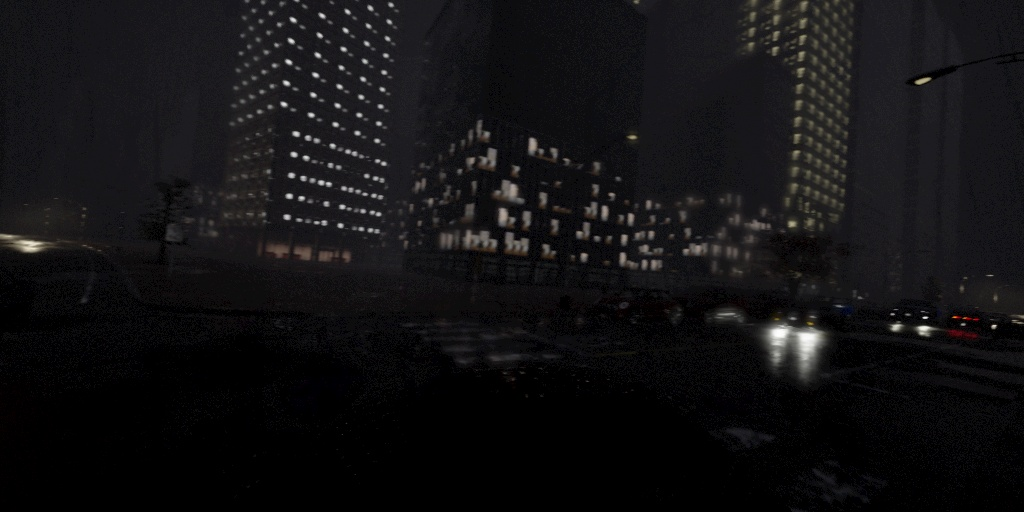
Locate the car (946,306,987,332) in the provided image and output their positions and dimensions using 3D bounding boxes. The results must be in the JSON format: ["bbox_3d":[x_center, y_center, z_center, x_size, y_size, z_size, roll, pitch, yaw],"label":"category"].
[{"bbox_3d":[34.411,4.831,26.953,4.892,1.490,1.837,6,-2,-32],"label":"car"}]

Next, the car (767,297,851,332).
[{"bbox_3d":[15.842,3.150,19.073,4.181,1.385,1.994,6,-2,-32],"label":"car"}]

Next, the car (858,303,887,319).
[{"bbox_3d":[33.993,5.102,33.482,4.207,1.307,1.802,0,0,-32],"label":"car"}]

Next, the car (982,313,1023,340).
[{"bbox_3d":[28.901,4.218,20.417,4.403,1.370,2.007,0,0,-32],"label":"car"}]

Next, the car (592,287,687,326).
[{"bbox_3d":[5.367,2.076,15.591,4.097,1.591,1.967,0,0,-32],"label":"car"}]

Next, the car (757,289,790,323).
[{"bbox_3d":[14.909,2.916,21.554,5.009,1.841,2.192,0,0,-32],"label":"car"}]

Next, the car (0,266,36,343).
[{"bbox_3d":[-9.638,0.737,5.911,4.718,1.301,1.895,3,-3,42],"label":"car"}]

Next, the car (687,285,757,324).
[{"bbox_3d":[10.138,2.434,18.572,5.009,1.841,2.192,0,0,-32],"label":"car"}]

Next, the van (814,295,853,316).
[{"bbox_3d":[24.451,3.904,27.518,3.998,1.789,1.690,0,0,-32],"label":"van"}]

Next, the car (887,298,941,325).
[{"bbox_3d":[34.774,4.700,30.788,5.566,2.045,2.150,6,-2,-32],"label":"car"}]
